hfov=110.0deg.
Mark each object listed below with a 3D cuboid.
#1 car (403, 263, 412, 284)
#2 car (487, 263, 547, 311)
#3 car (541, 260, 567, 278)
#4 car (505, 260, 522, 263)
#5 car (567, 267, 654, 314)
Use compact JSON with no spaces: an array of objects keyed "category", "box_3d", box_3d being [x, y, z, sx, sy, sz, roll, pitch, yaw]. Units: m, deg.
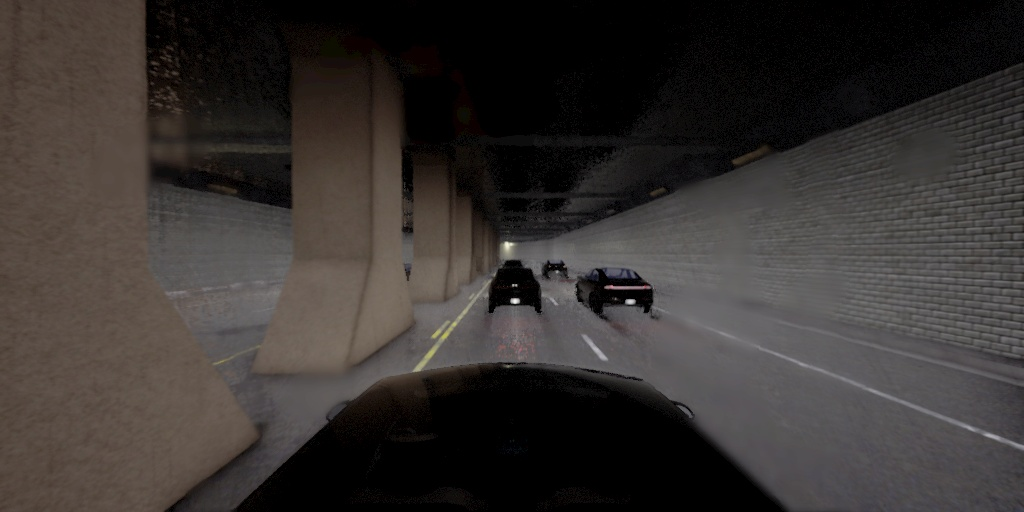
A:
[{"category":"car","box_3d":[-7.099,1.156,22.425,2.033,1.411,5.357,0,0,0]},{"category":"car","box_3d":[0.101,1.172,13.856,1.837,1.490,4.892,0,0,0]},{"category":"car","box_3d":[3.602,1.043,30.779,2.128,1.511,4.902,0,0,0]},{"category":"car","box_3d":[0.102,1.056,30.846,1.837,1.490,4.892,0,0,0]},{"category":"car","box_3d":[3.601,1.162,13.322,2.128,1.511,4.902,0,0,0]}]
